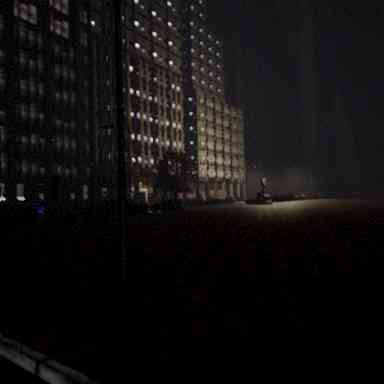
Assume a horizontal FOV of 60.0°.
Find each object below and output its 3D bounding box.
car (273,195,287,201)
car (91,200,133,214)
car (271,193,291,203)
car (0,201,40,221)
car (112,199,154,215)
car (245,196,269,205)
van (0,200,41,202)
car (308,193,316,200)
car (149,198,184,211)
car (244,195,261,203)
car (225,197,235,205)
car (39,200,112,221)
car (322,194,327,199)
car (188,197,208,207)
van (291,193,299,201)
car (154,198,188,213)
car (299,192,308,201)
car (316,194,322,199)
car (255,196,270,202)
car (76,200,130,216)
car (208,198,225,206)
[{"bbox_3d":[22.590,1.531,85.482,1.887,1.381,4.507,-2,-1,35],"label":"car"},{"bbox_3d":[-9.428,1.744,39.404,1.752,1.417,4.829,-2,-1,35],"label":"car"},{"bbox_3d":[16.441,1.216,62.550,1.967,1.590,4.097,-2,-1,35],"label":"car"},{"bbox_3d":[-15.012,1.737,26.805,2.033,1.411,5.357,-3,-1,35],"label":"car"},{"bbox_3d":[-5.880,1.389,30.458,1.967,1.590,4.097,-2,-1,35],"label":"car"},{"bbox_3d":[10.161,1.347,53.521,1.752,1.417,4.829,-2,-1,35],"label":"car"},{"bbox_3d":[-15.720,1.614,30.358,1.690,1.788,3.998,-2,-1,35],"label":"van"},{"bbox_3d":[26.063,1.023,76.265,2.192,1.841,5.009,-2,-1,35],"label":"car"},{"bbox_3d":[-3.287,1.595,43.656,1.837,1.490,4.892,-3,-1,35],"label":"car"},{"bbox_3d":[13.010,1.490,71.702,1.967,1.590,4.097,-2,-1,35],"label":"car"},{"bbox_3d":[6.629,1.645,62.512,2.008,1.369,4.403,-2,-1,35],"label":"car"},{"bbox_3d":[-8.968,1.501,26.011,1.752,1.417,4.829,-2,-1,35],"label":"car"},{"bbox_3d":[32.576,1.190,85.548,1.752,1.417,4.829,-2,-1,35],"label":"car"},{"bbox_3d":[0.242,1.582,53.326,1.967,1.590,4.097,-2,-1,35],"label":"car"},{"bbox_3d":[19.652,1.094,67.119,1.690,1.788,3.998,-2,-1,35],"label":"van"},{"bbox_3d":[-2.690,1.504,35.043,1.802,1.307,4.206,-2,-1,35],"label":"car"},{"bbox_3d":[22.858,1.170,71.692,1.967,1.590,4.097,-2,-1,35],"label":"car"},{"bbox_3d":[29.294,1.251,80.821,1.947,1.339,4.313,-2,-1,35],"label":"car"},{"bbox_3d":[16.205,1.573,76.295,1.887,1.381,4.507,-2,-1,35],"label":"car"},{"bbox_3d":[-9.247,1.687,35.099,2.033,1.411,5.357,-3,-1,35],"label":"car"},{"bbox_3d":[3.437,1.663,57.918,1.887,1.381,4.507,-2,-1,35],"label":"car"}]
